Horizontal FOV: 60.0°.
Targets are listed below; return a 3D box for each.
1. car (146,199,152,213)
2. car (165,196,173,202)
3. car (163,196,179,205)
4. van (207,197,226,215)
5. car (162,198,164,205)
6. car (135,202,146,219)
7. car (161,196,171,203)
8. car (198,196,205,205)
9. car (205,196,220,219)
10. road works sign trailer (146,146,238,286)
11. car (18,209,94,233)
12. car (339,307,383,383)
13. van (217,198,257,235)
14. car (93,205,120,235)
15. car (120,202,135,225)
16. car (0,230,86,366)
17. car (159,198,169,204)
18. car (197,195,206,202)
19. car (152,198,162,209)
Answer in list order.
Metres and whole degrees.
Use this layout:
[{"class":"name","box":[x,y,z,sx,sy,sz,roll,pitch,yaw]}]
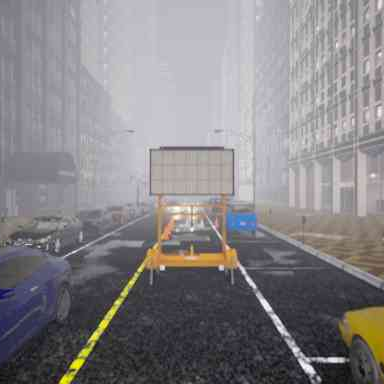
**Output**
[{"class":"car","box":[-5.775,1.732,36.195,1.802,1.307,4.206,-1,0,0]},{"class":"car","box":[-5.885,1.882,87.178,1.752,1.417,4.829,-1,0,0]},{"class":"car","box":[-3.140,1.791,54.977,1.994,1.385,4.181,0,0,0]},{"class":"van","box":[2.603,1.490,36.214,1.690,1.788,3.998,-1,0,0]},{"class":"car","box":[-5.824,1.793,58.929,2.008,1.369,4.403,-1,0,0]},{"class":"car","box":[-5.764,1.677,30.512,2.008,1.369,4.403,-1,0,0]},{"class":"car","box":[-5.862,1.751,75.981,1.967,1.590,4.097,-1,0,0]},{"class":"car","box":[2.556,1.793,58.948,2.008,1.369,4.403,-1,0,0]},{"class":"car","box":[2.615,1.441,30.531,2.192,1.841,5.009,-1,0,0]},{"class":"road works sign trailer","box":[-0.002,0.504,9.542,2.380,3.560,2.880,0,0,0]},{"class":"car","box":[-5.727,1.607,13.461,2.008,1.369,4.403,-1,0,0]},{"class":"car","box":[2.678,1.535,2.282,1.752,1.417,4.829,-1,0,0]},{"class":"van","box":[2.640,1.420,19.164,1.690,1.788,3.998,-1,0,0]},{"class":"car","box":[-5.739,1.646,19.145,1.947,1.339,4.313,-1,0,0]},{"class":"car","box":[-5.751,1.648,24.828,1.887,1.381,4.507,-1,0,0]},{"class":"car","box":[-3.111,1.545,4.459,1.812,1.442,4.674,0,0,0]},{"class":"car","box":[-5.849,1.870,70.297,1.802,1.307,4.206,-1,0,0]},{"class":"car","box":[2.492,1.671,87.367,2.192,1.841,5.009,-1,0,0]},{"class":"car","box":[-5.800,1.747,47.563,2.008,1.369,4.403,-1,0,0]}]
